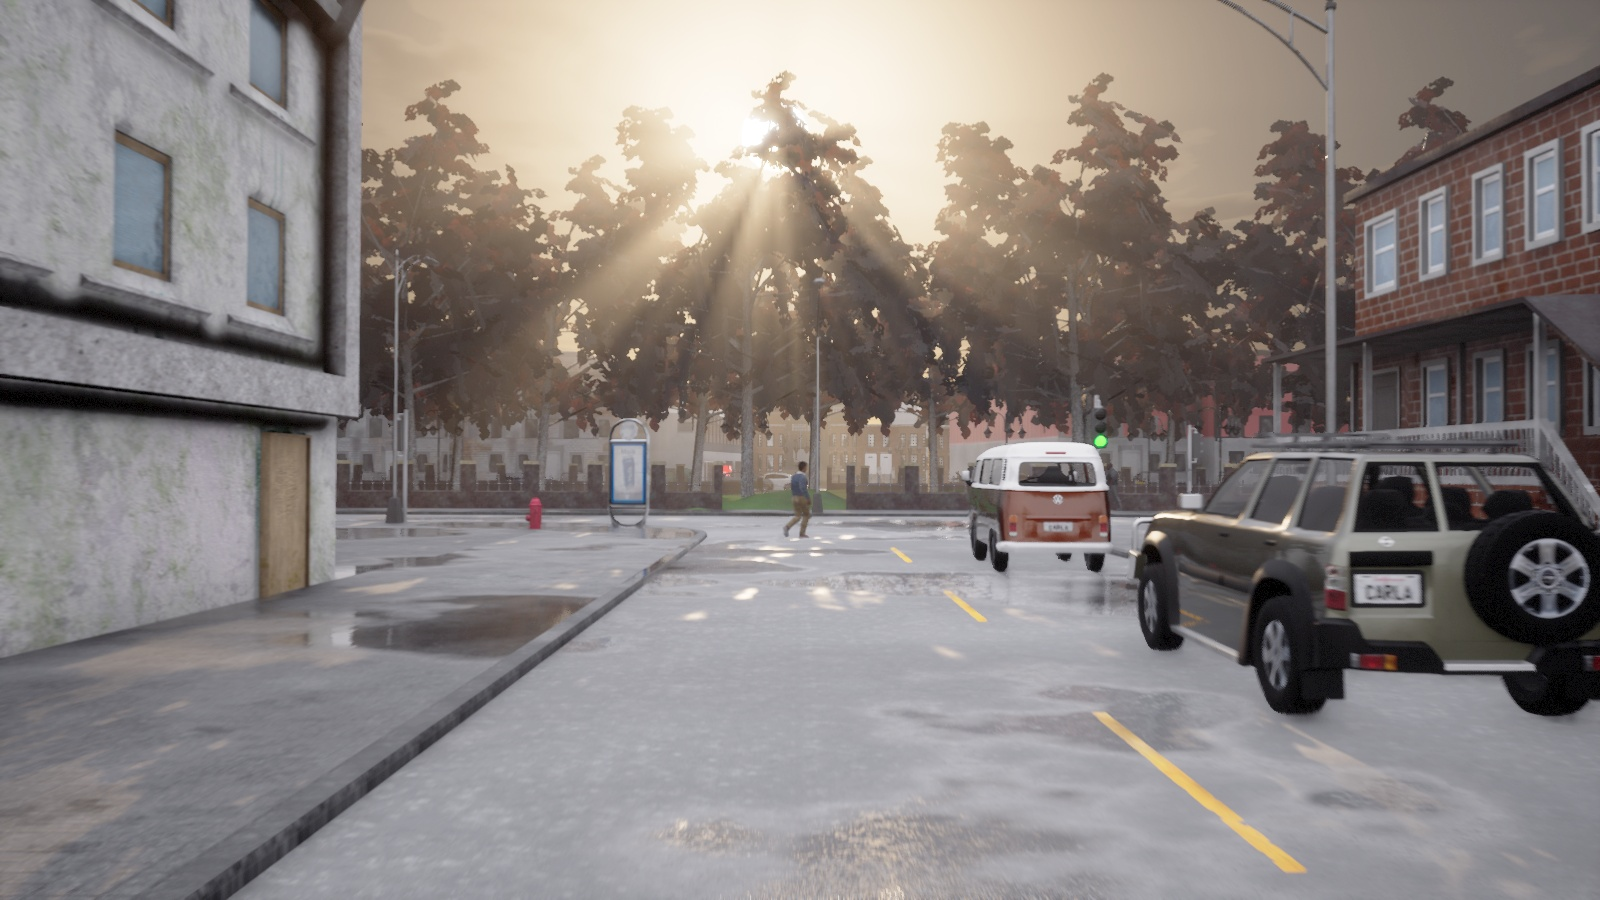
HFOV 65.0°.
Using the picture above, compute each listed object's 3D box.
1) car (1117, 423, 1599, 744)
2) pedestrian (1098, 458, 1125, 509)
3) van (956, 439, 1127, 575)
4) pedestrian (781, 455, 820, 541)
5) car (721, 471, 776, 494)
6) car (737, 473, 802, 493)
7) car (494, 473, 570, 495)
[{"bbox_3d":[3.976,0.779,9.588,1.932,1.855,4.605,0,0,0],"label":"car"},{"bbox_3d":[11.620,1.263,46.918,0.849,1.883,0.563,0,-1,0],"label":"pedestrian"},{"bbox_3d":[3.919,0.880,21.155,2.069,2.038,4.480,0,-1,1],"label":"van"},{"bbox_3d":[0.022,1.083,28.599,0.788,1.949,0.423,1,-1,-39],"label":"pedestrian"},{"bbox_3d":[-3.551,2.261,86.800,3.705,1.549,1.789,0,-1,0],"label":"car"},{"bbox_3d":[-2.176,2.369,90.803,4.674,1.442,1.812,0,-1,0],"label":"car"},{"bbox_3d":[-18.452,2.340,86.737,4.792,1.488,2.163,0,-1,0],"label":"car"}]
